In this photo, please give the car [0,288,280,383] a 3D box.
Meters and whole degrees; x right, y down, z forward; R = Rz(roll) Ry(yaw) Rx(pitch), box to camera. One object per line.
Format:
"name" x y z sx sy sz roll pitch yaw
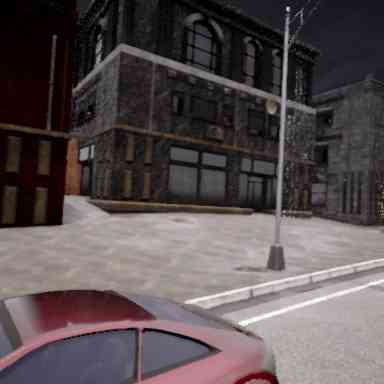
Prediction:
"car" -1.244 1.562 2.468 4.181 1.385 1.994 0 0 -35
